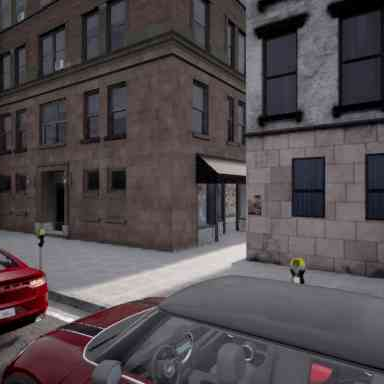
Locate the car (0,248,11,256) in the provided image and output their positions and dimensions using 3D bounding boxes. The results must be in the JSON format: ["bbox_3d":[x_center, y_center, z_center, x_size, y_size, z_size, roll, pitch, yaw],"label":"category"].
[{"bbox_3d":[-4.385,1.545,5.886,4.507,1.381,1.887,0,0,35],"label":"car"}]

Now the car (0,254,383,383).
[{"bbox_3d":[0.263,1.440,2.618,4.097,1.590,1.967,0,0,35],"label":"car"}]
